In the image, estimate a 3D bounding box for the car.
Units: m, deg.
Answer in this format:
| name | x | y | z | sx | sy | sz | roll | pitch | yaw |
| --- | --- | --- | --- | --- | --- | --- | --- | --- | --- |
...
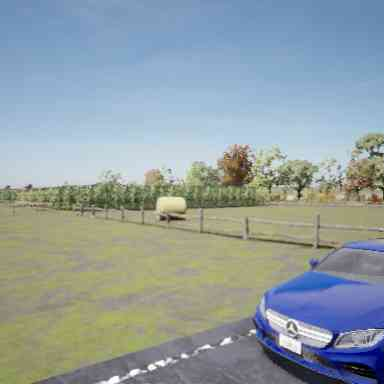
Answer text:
| name | x | y | z | sx | sy | sz | roll | pitch | yaw |
| --- | --- | --- | --- | --- | --- | --- | --- | --- | --- |
| car | 3.052 | 1.528 | 5.261 | 4.674 | 1.442 | 1.812 | 0 | 0 | -35 |
